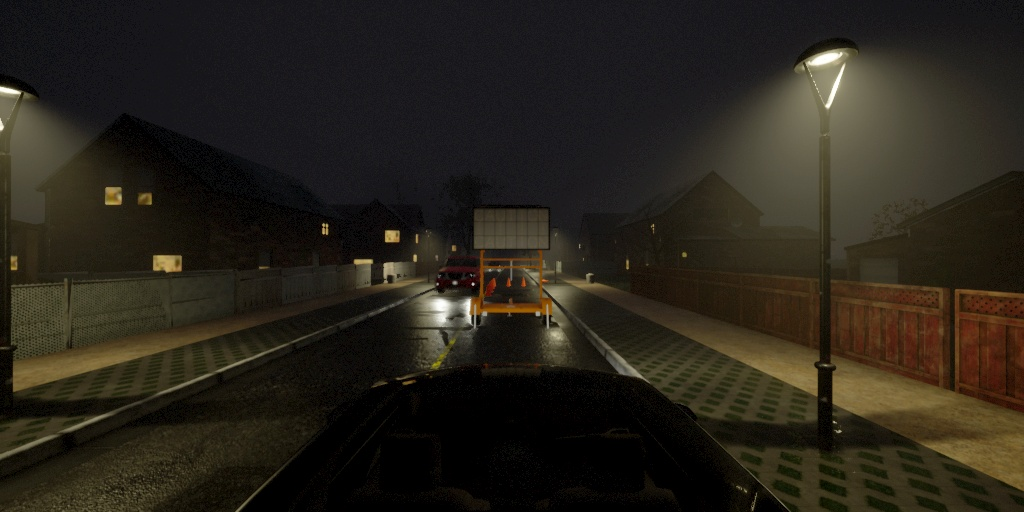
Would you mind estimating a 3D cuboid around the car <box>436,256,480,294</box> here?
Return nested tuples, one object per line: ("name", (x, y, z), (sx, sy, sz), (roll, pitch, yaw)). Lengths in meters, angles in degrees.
("car", (-2.893, 1.001, 20.892), (2.150, 2.045, 5.566), (0, 0, 0))

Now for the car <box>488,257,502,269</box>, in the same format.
("car", (-2.964, 1.243, 62.500), (2.150, 2.045, 5.566), (0, -1, 0))

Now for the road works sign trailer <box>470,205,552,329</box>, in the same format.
("road works sign trailer", (-0.021, 0.222, 11.198), (2.380, 3.560, 2.880), (0, 0, 0))
